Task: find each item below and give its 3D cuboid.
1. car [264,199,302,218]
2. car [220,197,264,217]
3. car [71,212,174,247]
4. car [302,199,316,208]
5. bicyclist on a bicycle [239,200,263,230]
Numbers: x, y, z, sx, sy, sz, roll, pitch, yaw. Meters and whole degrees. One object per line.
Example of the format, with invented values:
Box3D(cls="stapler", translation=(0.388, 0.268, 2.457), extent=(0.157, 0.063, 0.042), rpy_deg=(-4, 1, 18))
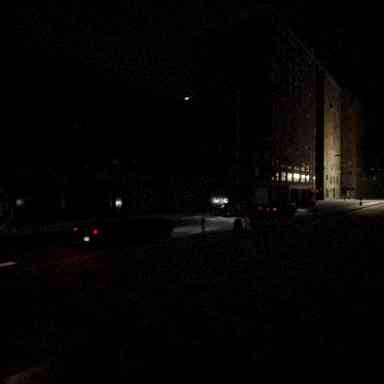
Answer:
Box3D(cls="car", translation=(7.864, 1.491, 30.149), extent=(2.033, 1.411, 5.357), rpy_deg=(0, 0, 36))
Box3D(cls="car", translation=(4.424, 1.291, 30.405), extent=(2.097, 1.767, 4.553), rpy_deg=(0, 0, 36))
Box3D(cls="car", translation=(-2.909, 1.577, 15.069), extent=(1.895, 1.301, 4.718), rpy_deg=(0, 0, 36))
Box3D(cls="car", translation=(15.475, 1.575, 45.712), extent=(1.895, 1.301, 4.718), rpy_deg=(0, 0, 36))
Box3D(cls="bicyclist on a bicycle", translation=(3.196, 1.273, 18.614), extent=(1.656, 1.620, 0.582), rpy_deg=(0, 0, 36))
